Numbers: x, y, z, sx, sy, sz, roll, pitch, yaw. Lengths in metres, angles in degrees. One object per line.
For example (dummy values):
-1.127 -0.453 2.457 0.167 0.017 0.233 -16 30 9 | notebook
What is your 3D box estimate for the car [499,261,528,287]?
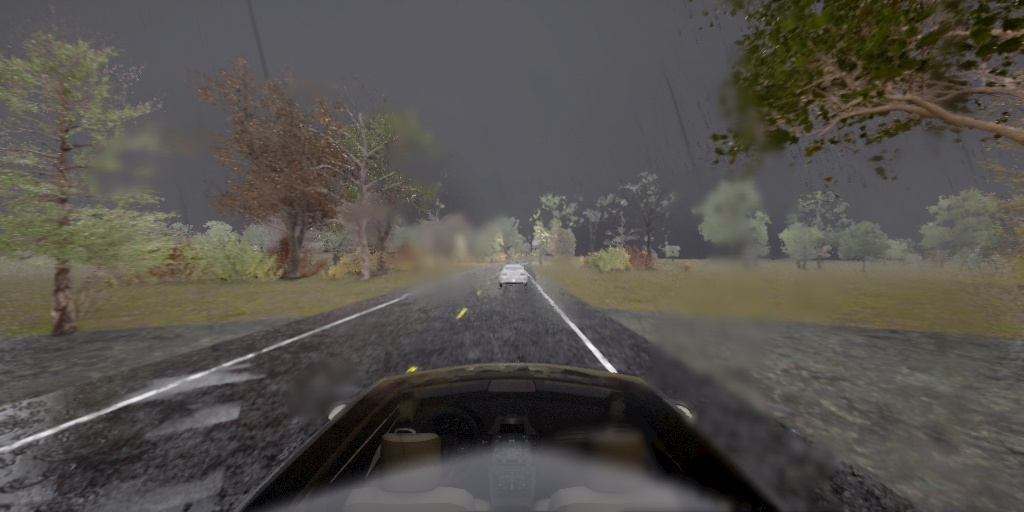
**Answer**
0.101 1.299 24.757 1.812 1.442 4.674 0 0 0 | car
